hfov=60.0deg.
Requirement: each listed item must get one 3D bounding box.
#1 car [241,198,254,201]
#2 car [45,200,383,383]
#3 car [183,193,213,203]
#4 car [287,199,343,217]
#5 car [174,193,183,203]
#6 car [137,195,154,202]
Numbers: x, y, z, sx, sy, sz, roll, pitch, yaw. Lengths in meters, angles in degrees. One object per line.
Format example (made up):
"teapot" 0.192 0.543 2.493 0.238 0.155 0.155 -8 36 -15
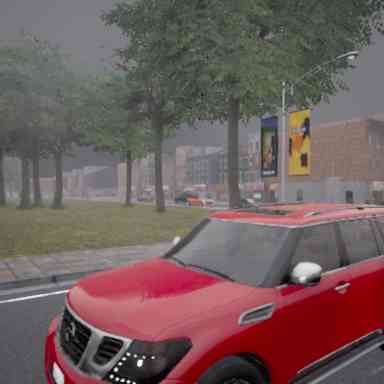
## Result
"car" 6.883 1.514 40.721 1.812 1.442 4.674 1 0 -36
"car" 1.098 1.219 4.474 5.566 2.045 2.150 0 0 -36
"car" 1.161 1.268 48.743 2.097 1.767 4.553 1 0 -35
"car" 12.213 1.563 33.265 2.128 1.511 4.902 1 0 -36
"car" -0.917 1.117 56.702 2.150 2.045 5.566 1 0 -36
"car" -9.758 1.334 69.049 2.128 1.511 4.902 1 0 -36
